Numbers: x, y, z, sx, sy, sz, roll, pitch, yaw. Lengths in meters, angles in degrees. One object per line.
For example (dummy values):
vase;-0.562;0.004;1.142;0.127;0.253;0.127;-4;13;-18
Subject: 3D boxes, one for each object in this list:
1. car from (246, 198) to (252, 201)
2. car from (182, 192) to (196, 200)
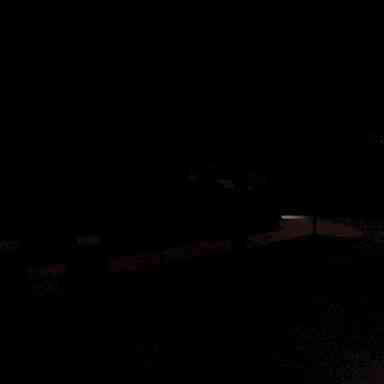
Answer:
car;4.864;1.340;29.573;4.892;1.490;1.837;0;0;42
car;-0.226;1.055;39.150;5.566;2.045;2.150;0;0;42
